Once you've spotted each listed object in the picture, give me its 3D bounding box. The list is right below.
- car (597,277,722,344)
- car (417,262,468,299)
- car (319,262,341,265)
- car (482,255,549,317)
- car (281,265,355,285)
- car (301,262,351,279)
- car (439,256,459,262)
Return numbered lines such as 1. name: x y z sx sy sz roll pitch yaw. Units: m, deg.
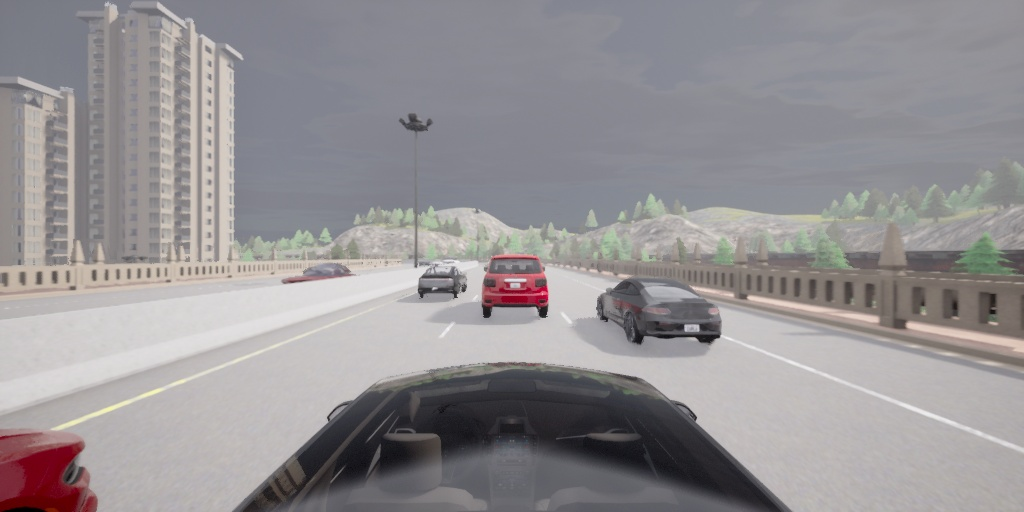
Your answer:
1. car: 3.599 1.278 9.474 1.812 1.442 4.674 0 0 0
2. car: -3.402 1.248 18.206 2.128 1.511 4.902 0 0 0
3. car: -14.099 1.329 27.837 1.994 1.385 4.181 0 0 0
4. car: 0.098 0.975 13.400 2.150 2.045 5.566 0 0 0
5. car: -10.602 1.359 19.974 1.895 1.301 4.718 0 0 0
6. car: -17.599 1.323 34.313 2.033 1.411 5.357 0 0 0
7. car: -10.492 1.077 61.687 2.150 2.045 5.566 0 0 1
